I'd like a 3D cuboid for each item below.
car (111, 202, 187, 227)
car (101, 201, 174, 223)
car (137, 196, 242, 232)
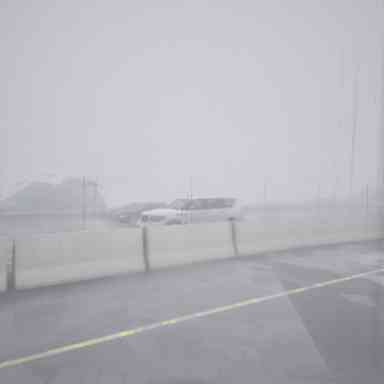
[{"bbox_3d":[-2.890,1.462,22.878,4.892,1.490,1.837,0,0,-32],"label":"car"},{"bbox_3d":[-4.232,1.496,26.200,5.357,1.411,2.033,0,0,-32],"label":"car"},{"bbox_3d":[0.103,1.193,16.528,5.566,2.045,2.150,0,0,-32],"label":"car"}]
